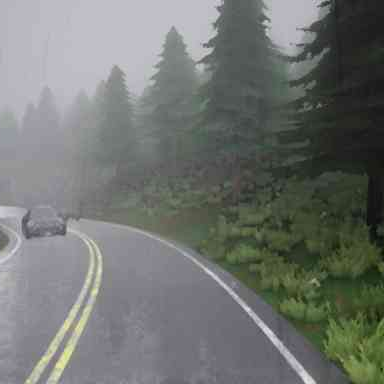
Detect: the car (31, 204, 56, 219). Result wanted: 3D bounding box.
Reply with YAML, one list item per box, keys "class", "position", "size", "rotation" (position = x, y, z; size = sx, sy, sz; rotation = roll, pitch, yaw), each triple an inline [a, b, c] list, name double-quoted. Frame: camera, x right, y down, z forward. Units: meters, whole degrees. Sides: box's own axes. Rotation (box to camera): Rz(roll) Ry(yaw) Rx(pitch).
- class: "car"
  position: [-17.843, 2.234, 39.768]
  size: [1.837, 1.490, 4.892]
  rotation: [-3, 1, -35]

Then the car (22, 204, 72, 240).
- class: "car"
  position: [-8.894, 1.723, 19.868]
  size: [2.097, 1.767, 4.553]
  rotation: [-2, 0, -30]

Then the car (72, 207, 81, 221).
- class: "car"
  position: [-11.946, 2.083, 31.152]
  size: [1.895, 1.301, 4.718]
  rotation: [-3, 0, -34]
